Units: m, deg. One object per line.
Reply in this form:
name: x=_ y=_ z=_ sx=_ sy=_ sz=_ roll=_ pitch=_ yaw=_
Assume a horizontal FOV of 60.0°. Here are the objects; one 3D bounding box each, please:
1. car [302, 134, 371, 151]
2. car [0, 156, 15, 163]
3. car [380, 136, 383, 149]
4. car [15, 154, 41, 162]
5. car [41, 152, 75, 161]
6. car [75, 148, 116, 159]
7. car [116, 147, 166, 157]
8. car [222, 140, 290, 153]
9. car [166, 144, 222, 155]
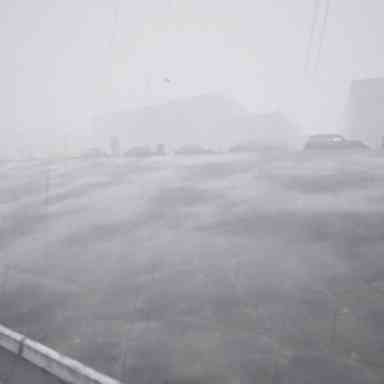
car: x=10.404 y=-3.358 z=24.091 sx=4.553 sy=1.767 sz=2.185 roll=1 pitch=1 yaw=26
car: x=-23.481 y=-3.962 z=43.170 sx=4.892 sy=1.521 sz=2.231 roll=1 pitch=1 yaw=34
car: x=15.505 y=-3.340 z=21.753 sx=5.566 sy=2.045 sz=2.435 roll=2 pitch=1 yaw=25
car: x=-18.833 y=-3.825 z=40.142 sx=4.674 sy=1.452 sz=2.002 roll=1 pitch=1 yaw=33
car: x=-14.121 y=-3.763 z=37.213 sx=5.008 sy=1.535 sz=2.097 roll=1 pitch=1 yaw=32
car: x=-9.367 y=-3.788 z=34.397 sx=4.553 sy=1.767 sz=2.185 roll=1 pitch=1 yaw=31
car: x=-4.374 y=-3.528 z=31.598 sx=4.792 sy=1.488 sz=2.163 roll=1 pitch=1 yaw=29
car: x=5.323 y=-3.355 z=26.533 sx=4.892 sy=1.521 sz=2.231 roll=1 pitch=1 yaw=27
car: x=0.490 y=-3.416 z=28.991 sx=4.674 sy=1.452 sz=2.002 roll=1 pitch=1 yaw=28
